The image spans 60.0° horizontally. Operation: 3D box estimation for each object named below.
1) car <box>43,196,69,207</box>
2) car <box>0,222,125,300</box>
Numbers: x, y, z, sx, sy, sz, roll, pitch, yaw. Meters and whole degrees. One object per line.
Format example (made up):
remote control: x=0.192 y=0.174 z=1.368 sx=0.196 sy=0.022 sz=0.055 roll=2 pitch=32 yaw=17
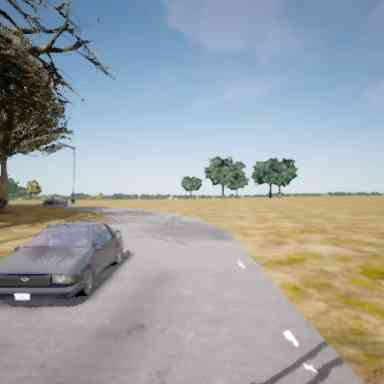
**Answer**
car: x=-19.675 y=1.348 z=47.917 sx=4.674 sy=1.442 sz=1.812 roll=0 pitch=-2 yaw=35
car: x=-3.100 y=1.523 z=8.740 sx=2.033 sy=1.411 sz=5.357 roll=0 pitch=0 yaw=0
